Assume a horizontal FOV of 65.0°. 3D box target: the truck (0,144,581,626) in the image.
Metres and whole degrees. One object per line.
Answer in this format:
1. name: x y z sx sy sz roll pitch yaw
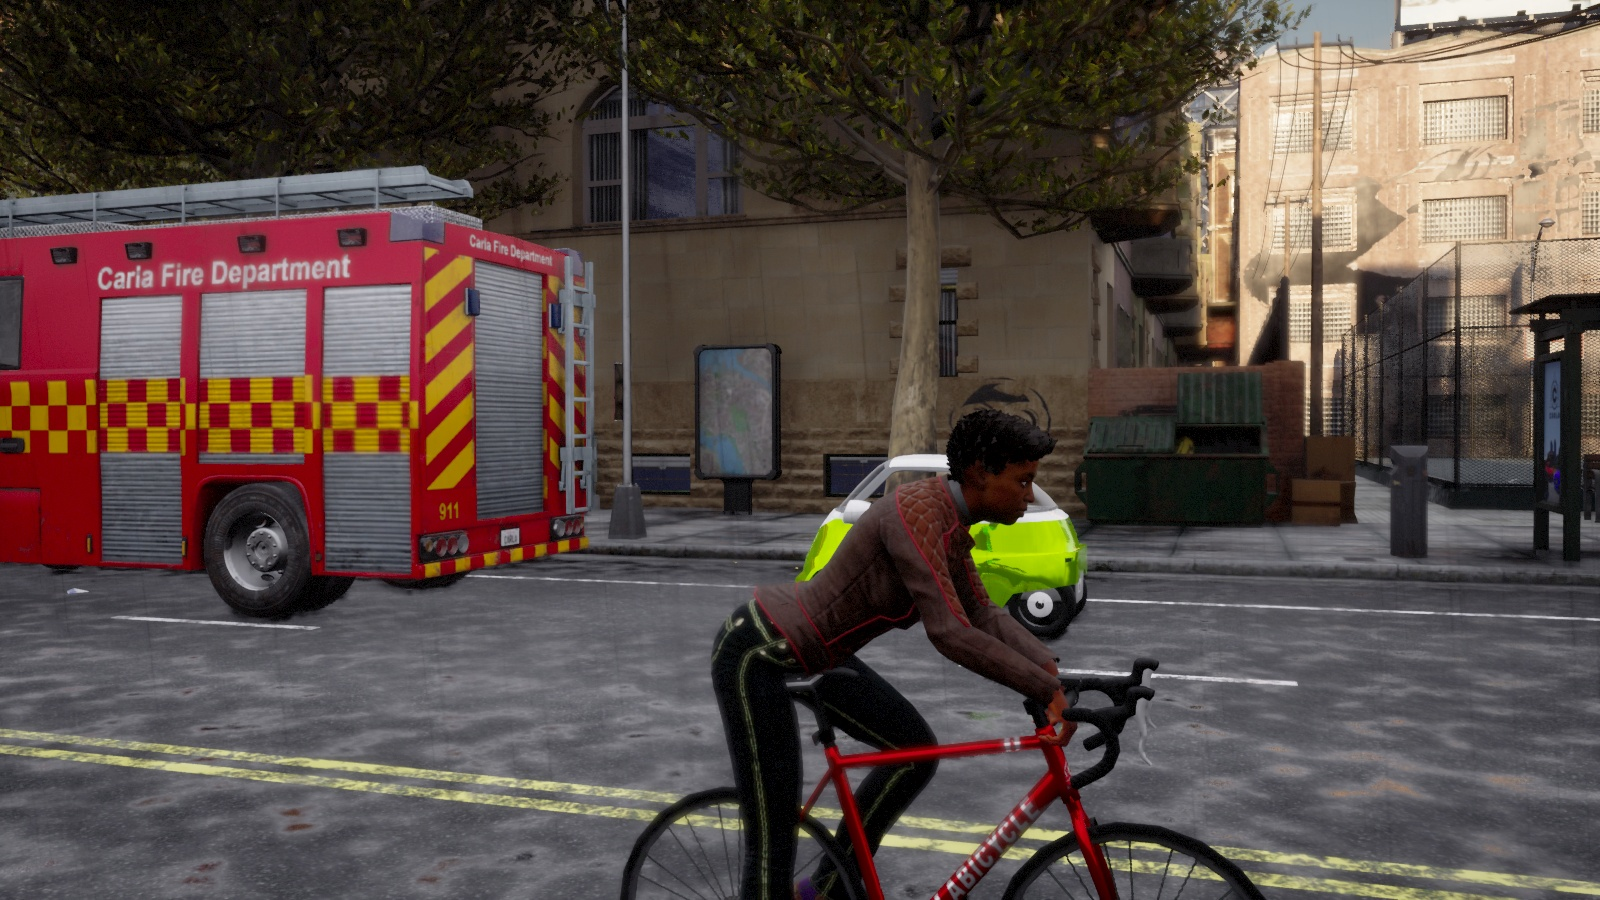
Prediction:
1. truck: -6.695 -0.566 12.681 8.468 3.827 2.891 1 1 19

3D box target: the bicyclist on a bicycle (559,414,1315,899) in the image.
1. bicyclist on a bicycle: 0.305 0.732 3.021 1.656 1.620 0.582 1 1 17

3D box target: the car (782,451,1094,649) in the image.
1. car: 1.153 0.723 10.141 2.207 1.376 1.481 1 1 19
